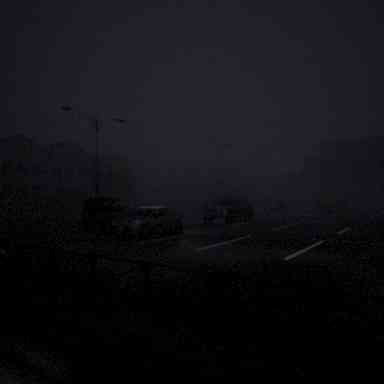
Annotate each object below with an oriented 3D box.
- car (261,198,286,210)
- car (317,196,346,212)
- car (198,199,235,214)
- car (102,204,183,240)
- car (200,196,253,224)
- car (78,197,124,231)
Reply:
[{"bbox_3d":[9.769,1.399,39.524,1.970,1.475,3.806,-1,0,35],"label":"car"},{"bbox_3d":[15.201,1.250,36.094,2.152,1.636,5.027,-1,0,35],"label":"car"},{"bbox_3d":[2.717,1.504,35.868,2.007,1.523,4.514,-1,0,35],"label":"car"},{"bbox_3d":[-2.221,1.488,16.731,1.970,1.475,3.806,-1,0,35],"label":"car"},{"bbox_3d":[2.627,1.226,23.688,1.932,1.855,4.605,-1,0,35],"label":"car"},{"bbox_3d":[-4.590,1.241,19.147,1.905,1.878,3.866,-1,0,35],"label":"car"}]
